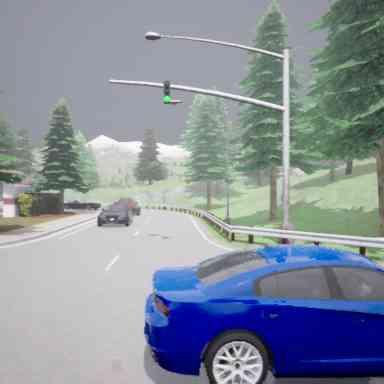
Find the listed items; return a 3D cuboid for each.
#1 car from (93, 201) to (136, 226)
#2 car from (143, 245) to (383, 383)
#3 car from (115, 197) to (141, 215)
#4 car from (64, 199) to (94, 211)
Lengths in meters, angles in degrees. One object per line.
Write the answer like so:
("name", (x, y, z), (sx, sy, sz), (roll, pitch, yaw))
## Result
("car", (-5.173, 1.532, 22.763), (1.994, 1.385, 4.181), (0, 0, -5))
("car", (1.865, 1.524, 4.637), (5.008, 1.535, 1.882), (1, 0, -4))
("car", (-6.471, 1.309, 32.503), (2.097, 1.767, 4.553), (0, 0, -22))
("car", (-13.405, 1.552, 39.921), (4.718, 1.301, 1.895), (0, 0, 11))
